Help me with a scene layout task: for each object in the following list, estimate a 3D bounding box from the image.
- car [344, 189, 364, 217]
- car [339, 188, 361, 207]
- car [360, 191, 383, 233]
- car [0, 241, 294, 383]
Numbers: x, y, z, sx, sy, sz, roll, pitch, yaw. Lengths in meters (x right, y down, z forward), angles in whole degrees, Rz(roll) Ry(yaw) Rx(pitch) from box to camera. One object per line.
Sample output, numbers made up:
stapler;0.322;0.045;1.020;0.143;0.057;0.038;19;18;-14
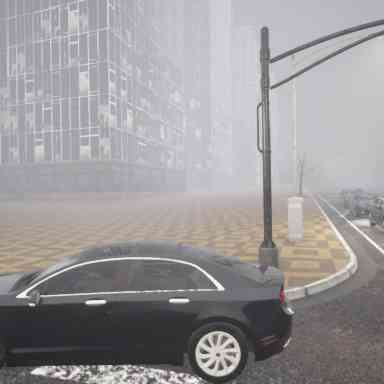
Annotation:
car;11.037;0.759;20.718;1.994;1.385;4.181;-1;2;17
car;13.025;0.454;26.784;2.128;1.511;4.902;-1;2;18
car;8.995;0.928;14.422;2.128;1.511;4.902;-1;2;18
car;-1.085;1.505;4.775;4.892;1.490;1.837;0;0;0
